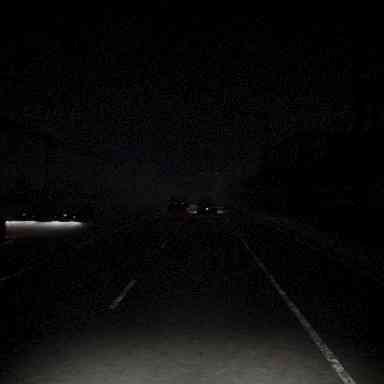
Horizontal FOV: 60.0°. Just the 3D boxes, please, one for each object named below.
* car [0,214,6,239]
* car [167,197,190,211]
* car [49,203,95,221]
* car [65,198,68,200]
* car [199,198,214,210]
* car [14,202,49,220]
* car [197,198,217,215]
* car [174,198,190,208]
[{"bbox_3d":[-10.068,1.351,14.107,2.097,1.767,4.553,0,0,2],"label":"car"},{"bbox_3d":[-1.754,1.352,40.024,2.097,1.767,4.553,0,0,3],"label":"car"},{"bbox_3d":[-9.416,1.564,26.964,1.994,1.385,4.181,0,0,3],"label":"car"},{"bbox_3d":[-27.861,1.452,68.365,2.038,1.542,4.974,0,0,31],"label":"car"},{"bbox_3d":[1.908,1.505,43.209,1.837,1.490,4.892,0,0,3],"label":"car"},{"bbox_3d":[-12.885,1.564,27.692,1.994,1.385,4.181,0,0,3],"label":"car"},{"bbox_3d":[1.481,1.561,33.233,1.994,1.385,4.181,0,0,2],"label":"car"},{"bbox_3d":[-1.412,1.564,48.680,1.994,1.385,4.181,0,0,3],"label":"car"}]
